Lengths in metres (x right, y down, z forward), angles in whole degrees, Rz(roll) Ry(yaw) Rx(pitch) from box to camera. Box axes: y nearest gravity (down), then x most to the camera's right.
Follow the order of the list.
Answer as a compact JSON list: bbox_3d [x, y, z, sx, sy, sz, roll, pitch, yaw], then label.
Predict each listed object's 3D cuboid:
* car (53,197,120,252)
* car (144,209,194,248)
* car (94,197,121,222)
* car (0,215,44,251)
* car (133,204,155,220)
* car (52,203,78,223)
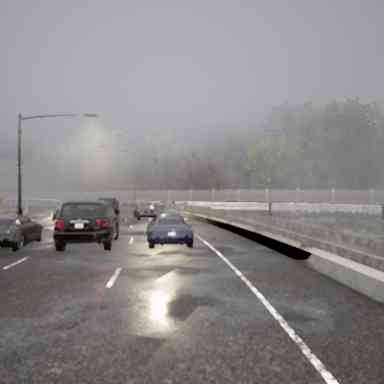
[{"bbox_3d":[-4.533,1.357,14.937,2.150,2.045,5.566,0,0,-8],"label":"car"},{"bbox_3d":[-1.108,1.710,15.651,1.994,1.385,4.181,0,0,-8],"label":"car"},{"bbox_3d":[-7.787,1.501,30.319,2.150,2.045,5.566,0,0,-16],"label":"car"},{"bbox_3d":[-8.049,1.705,14.714,1.994,1.385,4.181,0,0,-8],"label":"car"},{"bbox_3d":[-4.413,1.839,31.245,2.033,1.411,5.357,0,-1,-16],"label":"car"},{"bbox_3d":[-11.264,1.806,29.700,1.812,1.442,4.674,0,0,-17],"label":"car"}]
